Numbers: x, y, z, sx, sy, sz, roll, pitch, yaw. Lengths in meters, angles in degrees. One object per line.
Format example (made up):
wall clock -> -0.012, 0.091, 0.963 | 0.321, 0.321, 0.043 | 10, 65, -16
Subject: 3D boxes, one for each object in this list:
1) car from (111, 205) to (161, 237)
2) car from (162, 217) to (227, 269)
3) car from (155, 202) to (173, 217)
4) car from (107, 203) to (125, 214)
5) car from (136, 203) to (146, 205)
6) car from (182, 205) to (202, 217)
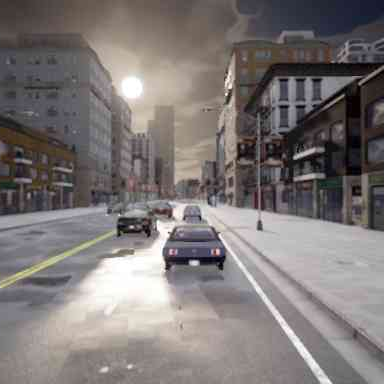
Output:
car -> -3.193, 1.762, 20.060 | 1.882, 1.535, 5.008 | 0, -1, 0
car -> 0.069, 1.767, 11.717 | 1.895, 1.301, 4.718 | 0, -1, 0
car -> -3.229, 1.870, 36.812 | 2.097, 1.767, 4.553 | 0, -1, 0
car -> -9.845, 2.180, 43.776 | 1.837, 1.490, 4.892 | 0, -1, 0
car -> -6.600, 2.176, 43.236 | 1.994, 1.385, 4.181 | 0, -1, 0
car -> 0.029, 2.016, 33.303 | 2.033, 1.411, 5.357 | 0, -1, 0
